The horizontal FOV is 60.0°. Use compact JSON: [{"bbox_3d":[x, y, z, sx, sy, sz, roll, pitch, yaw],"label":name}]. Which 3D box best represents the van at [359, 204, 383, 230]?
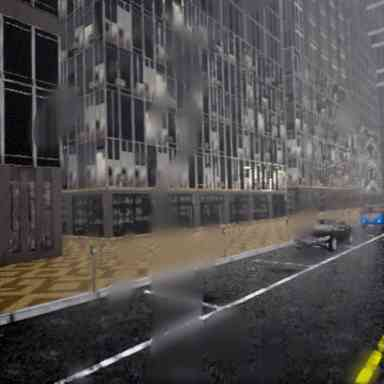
[{"bbox_3d":[13.609,1.799,24.492,1.690,1.788,3.998,-3,-2,40],"label":"van"}]

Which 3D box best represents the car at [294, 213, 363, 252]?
[{"bbox_3d":[6.320,1.925,15.744,2.008,1.369,4.403,-3,-3,40],"label":"car"}]
